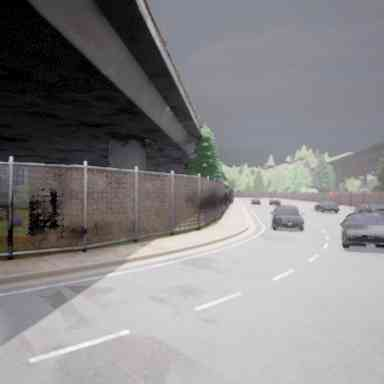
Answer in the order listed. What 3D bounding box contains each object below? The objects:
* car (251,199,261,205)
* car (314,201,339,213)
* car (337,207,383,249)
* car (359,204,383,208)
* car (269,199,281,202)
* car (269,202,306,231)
[{"bbox_3d":[12.524,1.980,65.154,1.895,1.301,4.718,0,0,8],"label":"car"},{"bbox_3d":[16.300,1.784,40.397,2.033,1.411,5.357,0,0,8],"label":"car"},{"bbox_3d":[7.713,1.641,14.836,2.033,1.411,5.357,0,0,23],"label":"car"},{"bbox_3d":[14.233,1.659,26.375,2.128,1.511,4.902,0,0,10],"label":"car"},{"bbox_3d":[15.845,1.933,63.696,1.895,1.301,4.718,0,0,8],"label":"car"},{"bbox_3d":[6.140,1.620,21.548,1.837,1.490,4.892,1,0,12],"label":"car"}]
